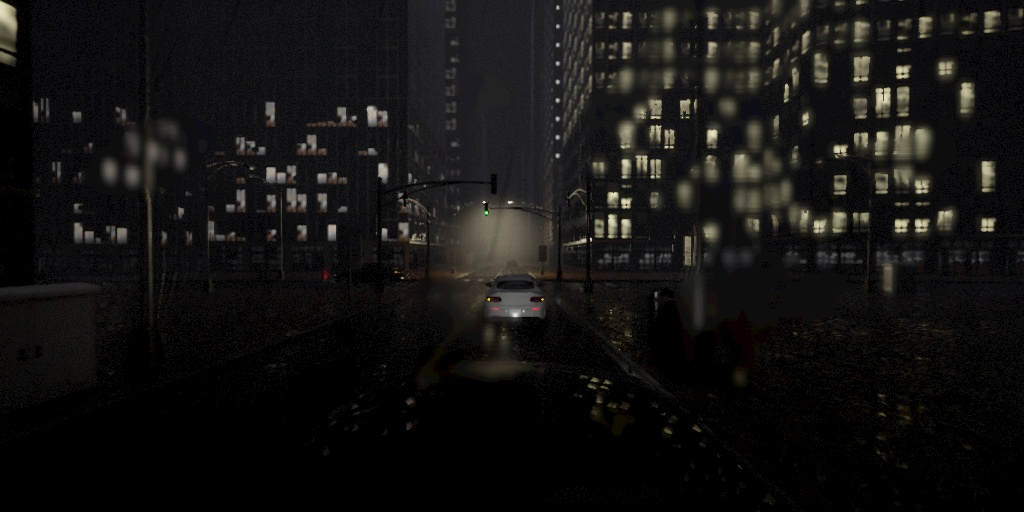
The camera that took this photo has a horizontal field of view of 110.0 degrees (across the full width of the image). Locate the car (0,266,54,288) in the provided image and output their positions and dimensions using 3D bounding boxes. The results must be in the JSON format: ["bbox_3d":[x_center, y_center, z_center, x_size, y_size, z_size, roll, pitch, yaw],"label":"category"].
[{"bbox_3d":[-32.220,1.361,22.674,4.892,1.490,1.837,0,1,0],"label":"car"}]

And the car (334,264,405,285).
[{"bbox_3d":[-10.221,1.304,25.733,4.892,1.490,1.837,0,-1,5],"label":"car"}]

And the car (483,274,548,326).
[{"bbox_3d":[0.102,1.295,11.661,1.812,1.442,4.674,0,0,0],"label":"car"}]
